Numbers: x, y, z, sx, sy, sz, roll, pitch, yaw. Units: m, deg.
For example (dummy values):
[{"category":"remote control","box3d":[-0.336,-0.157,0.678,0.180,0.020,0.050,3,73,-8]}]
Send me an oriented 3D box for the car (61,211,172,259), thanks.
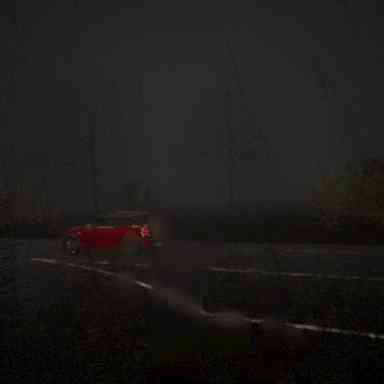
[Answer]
[{"category":"car","box3d":[-3.209,1.622,13.738,4.553,1.767,2.097,-3,0,26]}]
